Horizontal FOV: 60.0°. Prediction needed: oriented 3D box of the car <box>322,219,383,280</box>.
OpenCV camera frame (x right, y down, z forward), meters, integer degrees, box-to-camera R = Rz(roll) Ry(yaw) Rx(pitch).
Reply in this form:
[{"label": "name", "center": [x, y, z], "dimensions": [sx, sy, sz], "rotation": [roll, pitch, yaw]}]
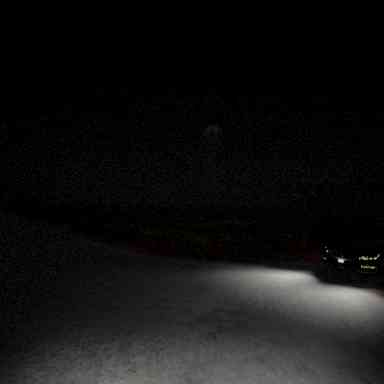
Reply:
[{"label": "car", "center": [6.033, 1.572, 9.896], "dimensions": [4.892, 1.490, 1.837], "rotation": [0, 0, -29]}]
